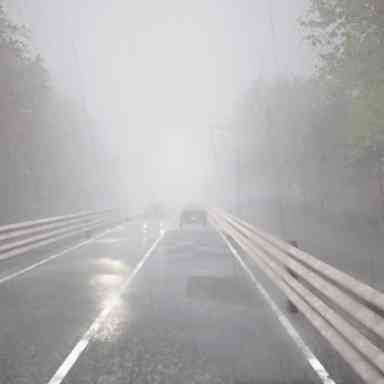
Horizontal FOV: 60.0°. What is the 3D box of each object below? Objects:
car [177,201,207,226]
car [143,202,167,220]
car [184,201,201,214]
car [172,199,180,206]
[{"bbox_3d":[0.089,1.627,24.430,1.882,1.535,5.008,0,-1,0],"label":"car"},{"bbox_3d":[-3.354,1.733,30.787,1.837,1.490,4.892,0,-1,0],"label":"car"},{"bbox_3d":[0.086,1.908,42.974,2.128,1.511,4.902,0,-1,0],"label":"car"},{"bbox_3d":[-3.284,2.279,71.327,1.882,1.535,5.008,0,-1,0],"label":"car"}]
